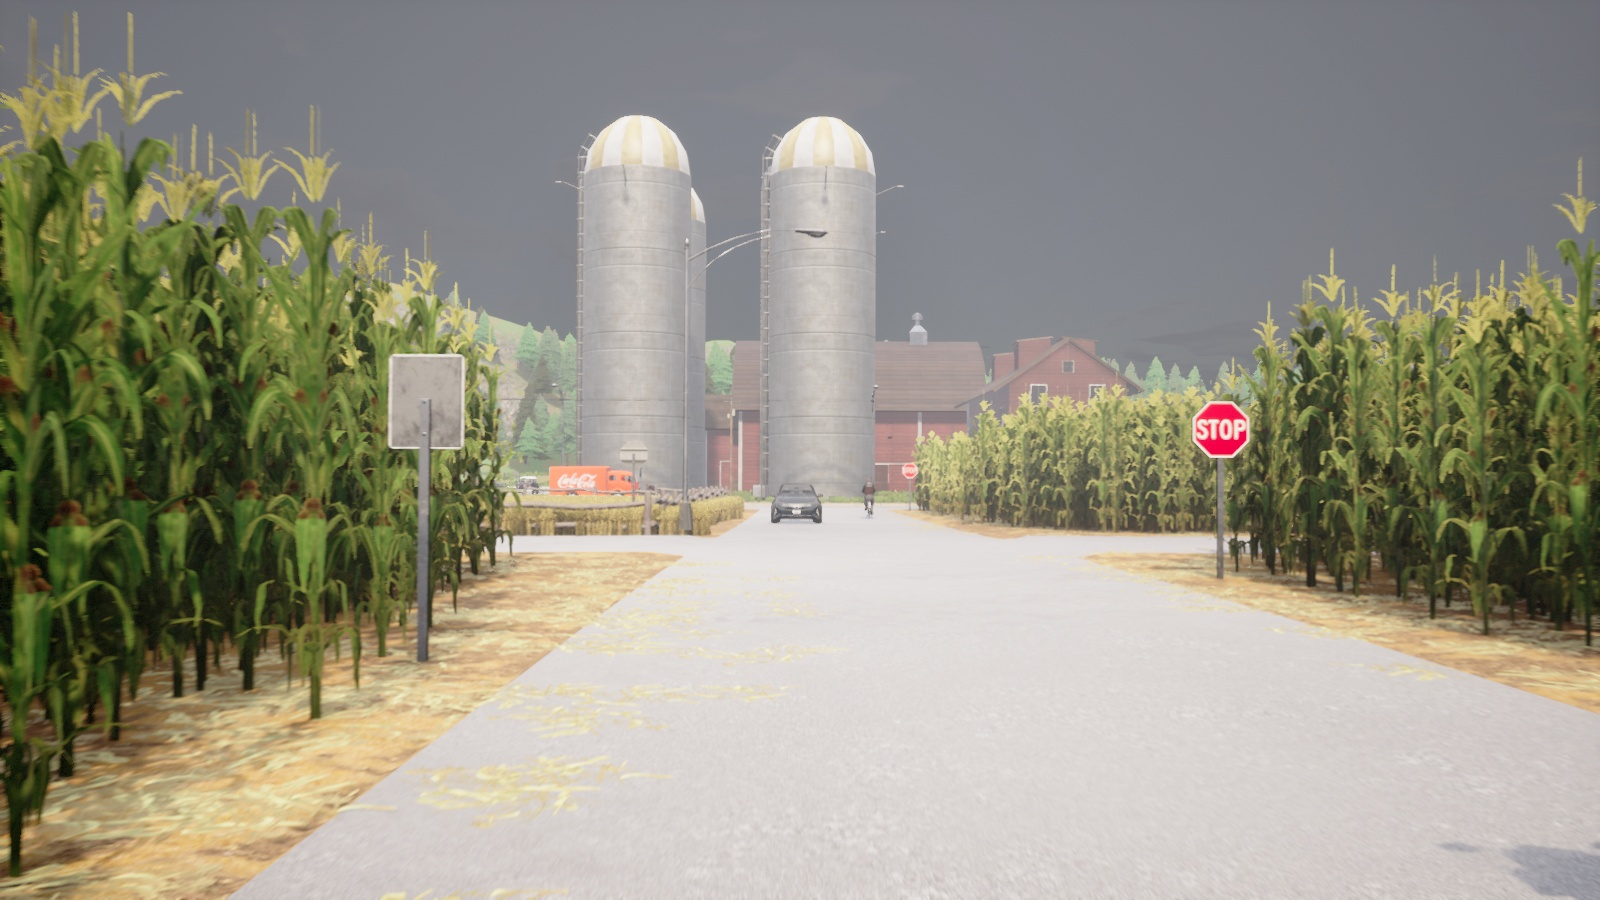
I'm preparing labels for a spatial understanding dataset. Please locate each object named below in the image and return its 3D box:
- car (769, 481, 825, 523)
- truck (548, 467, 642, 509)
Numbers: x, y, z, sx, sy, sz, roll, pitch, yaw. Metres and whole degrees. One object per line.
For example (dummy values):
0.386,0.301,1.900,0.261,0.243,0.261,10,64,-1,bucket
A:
-0.115,1.970,48.045,2.007,1.525,4.514,0,-2,0,car
-12.224,2.286,75.274,5.204,2.467,2.627,0,-1,0,truck
